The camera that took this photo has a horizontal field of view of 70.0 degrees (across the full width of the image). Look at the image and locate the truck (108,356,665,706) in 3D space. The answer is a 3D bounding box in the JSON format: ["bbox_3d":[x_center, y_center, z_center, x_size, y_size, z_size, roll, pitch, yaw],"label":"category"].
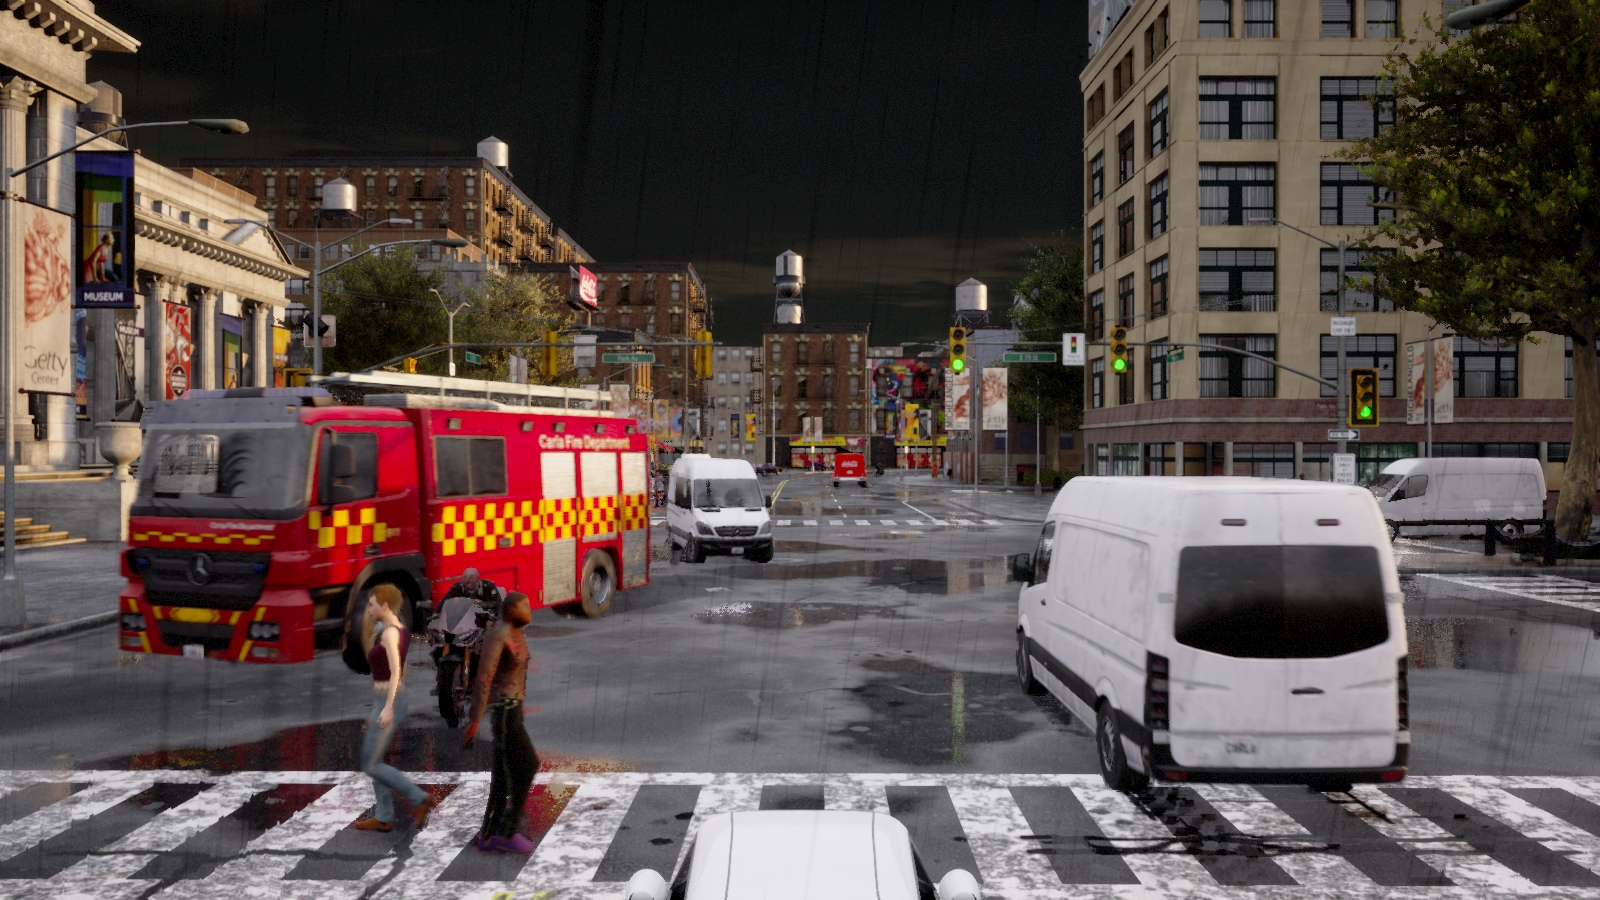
[{"bbox_3d":[-5.308,0.883,16.950,2.891,3.827,8.468,0,0,21],"label":"truck"}]

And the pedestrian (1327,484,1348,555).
[{"bbox_3d":[14.310,1.835,30.422,0.375,1.860,0.375,0,0,-7],"label":"pedestrian"}]

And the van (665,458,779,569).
[{"bbox_3d":[-2.191,1.523,30.106,1.988,2.561,5.915,0,0,-14],"label":"van"}]

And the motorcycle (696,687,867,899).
[{"bbox_3d":[-0.089,2.179,6.613,0.856,1.236,1.805,0,0,0],"label":"motorcycle"}]

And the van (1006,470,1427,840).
[{"bbox_3d":[3.539,1.530,11.212,1.988,2.561,5.915,0,0,0],"label":"van"}]

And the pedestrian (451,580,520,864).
[{"bbox_3d":[-2.155,1.846,7.853,0.375,1.860,0.375,0,0,-1],"label":"pedestrian"}]

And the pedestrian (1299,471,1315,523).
[{"bbox_3d":[18.331,1.680,41.326,0.375,1.860,0.375,0,0,-19],"label":"pedestrian"}]

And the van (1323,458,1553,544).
[{"bbox_3d":[19.417,1.520,34.970,5.915,2.561,1.988,0,0,0],"label":"van"}]

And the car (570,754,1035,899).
[{"bbox_3d":[0.010,2.118,4.246,1.481,1.376,2.207,0,0,0],"label":"car"}]

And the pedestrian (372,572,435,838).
[{"bbox_3d":[-2.903,1.845,8.379,0.375,1.860,0.375,0,0,-9],"label":"pedestrian"}]

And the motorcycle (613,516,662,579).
[{"bbox_3d":[-3.696,2.194,26.180,0.867,1.251,2.209,0,0,-1],"label":"motorcycle"}]
